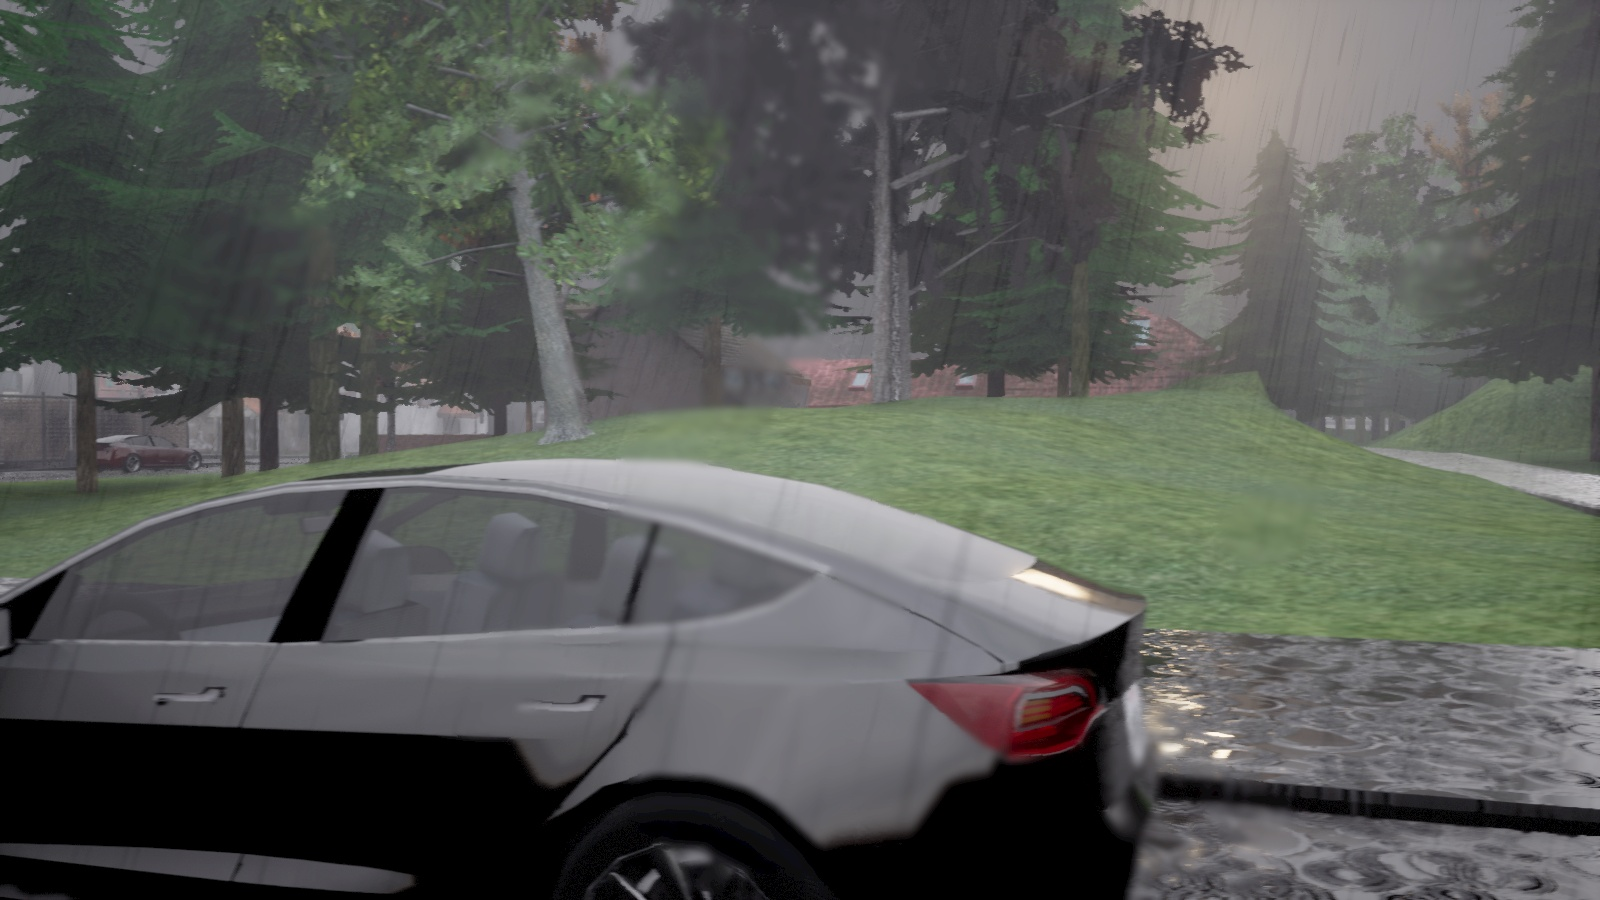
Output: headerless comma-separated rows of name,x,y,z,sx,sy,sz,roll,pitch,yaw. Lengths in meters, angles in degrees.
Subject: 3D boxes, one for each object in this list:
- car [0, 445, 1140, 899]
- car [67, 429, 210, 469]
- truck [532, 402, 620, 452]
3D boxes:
car,-1.414,0.754,4.197,4.792,1.488,2.163,0,1,19
car,-25.875,-0.061,49.331,2.163,1.488,4.792,1,1,18
truck,-16.136,-1.672,90.931,2.891,3.462,7.936,1,1,18
